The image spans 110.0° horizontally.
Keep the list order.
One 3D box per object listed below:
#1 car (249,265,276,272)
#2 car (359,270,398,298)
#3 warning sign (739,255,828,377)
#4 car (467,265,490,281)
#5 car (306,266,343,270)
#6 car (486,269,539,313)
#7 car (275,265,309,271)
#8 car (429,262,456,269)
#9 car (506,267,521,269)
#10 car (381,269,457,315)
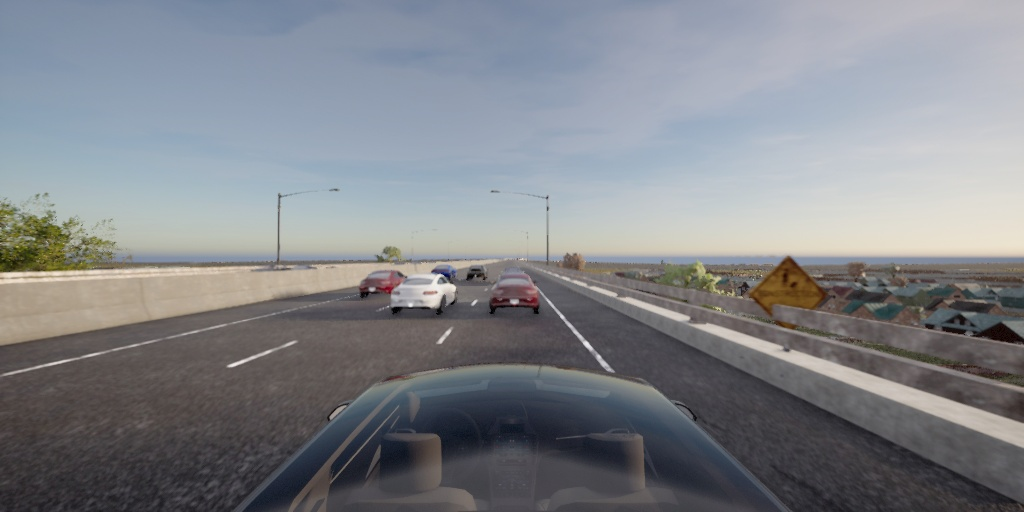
[{"bbox_3d":[-24.579,1.636,36.504,2.128,1.511,4.902,0,-1,0],"label":"car"},{"bbox_3d":[-6.896,1.486,19.981,1.812,1.442,4.674,0,-1,0],"label":"car"},{"bbox_3d":[4.552,0.915,5.958,1.300,1.860,1.060,0,0,0],"label":"warning sign"},{"bbox_3d":[-3.388,1.642,35.794,1.837,1.490,4.892,0,-1,0],"label":"car"},{"bbox_3d":[-17.584,1.730,35.065,1.895,1.301,4.718,0,-1,0],"label":"car"},{"bbox_3d":[0.095,1.426,14.637,1.812,1.442,4.674,0,-1,0],"label":"car"},{"bbox_3d":[-21.081,1.664,35.956,1.812,1.442,4.674,0,-1,0],"label":"car"},{"bbox_3d":[-6.886,1.626,36.800,1.882,1.535,5.008,0,-1,0],"label":"car"},{"bbox_3d":[0.108,1.631,30.940,2.033,1.411,5.357,0,-1,0],"label":"car"},{"bbox_3d":[-3.405,1.422,14.375,1.812,1.442,4.674,0,-1,0],"label":"car"}]
